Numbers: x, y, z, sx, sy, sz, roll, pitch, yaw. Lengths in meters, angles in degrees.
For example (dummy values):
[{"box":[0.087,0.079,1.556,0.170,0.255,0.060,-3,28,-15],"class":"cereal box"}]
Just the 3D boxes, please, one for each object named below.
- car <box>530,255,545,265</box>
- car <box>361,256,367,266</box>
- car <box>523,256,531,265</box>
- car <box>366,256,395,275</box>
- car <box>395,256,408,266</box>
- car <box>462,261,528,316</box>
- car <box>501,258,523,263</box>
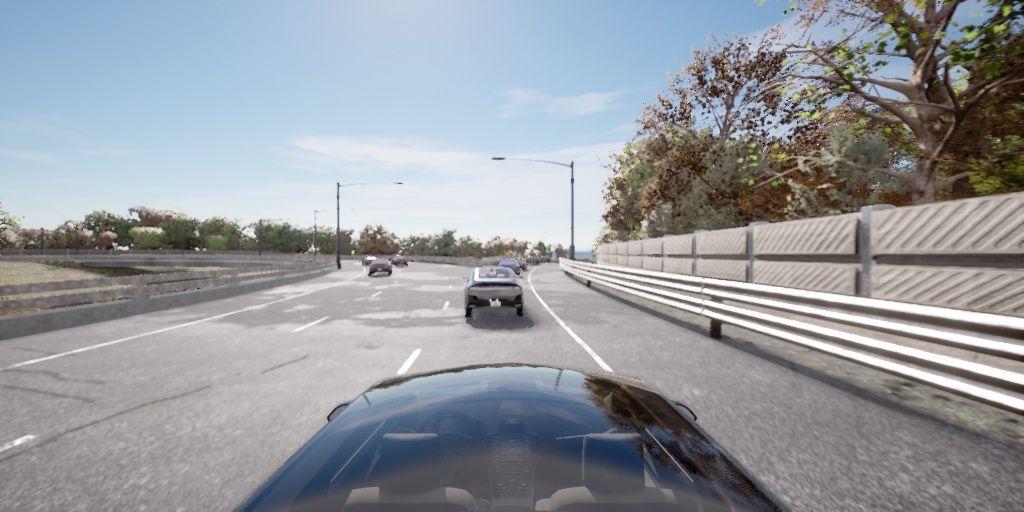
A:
[{"box":[3.489,0.632,56.861,2.128,1.511,4.902,0,1,12],"class":"car"},{"box":[-21.850,0.756,55.067,2.033,1.411,5.357,0,1,-31],"class":"car"},{"box":[0.742,0.924,40.637,1.895,1.301,4.718,0,1,7],"class":"car"},{"box":[-11.999,0.959,32.846,1.812,1.442,4.674,0,1,-17],"class":"car"},{"box":[-16.744,0.747,53.017,1.812,1.442,4.674,0,1,-28],"class":"car"},{"box":[-0.707,1.124,12.712,2.128,1.511,4.902,0,1,-6],"class":"car"},{"box":[-0.234,0.972,29.497,1.812,1.442,4.674,0,1,3],"class":"car"}]
